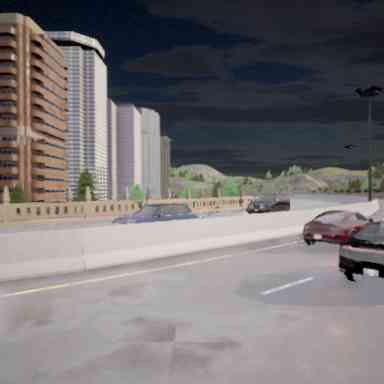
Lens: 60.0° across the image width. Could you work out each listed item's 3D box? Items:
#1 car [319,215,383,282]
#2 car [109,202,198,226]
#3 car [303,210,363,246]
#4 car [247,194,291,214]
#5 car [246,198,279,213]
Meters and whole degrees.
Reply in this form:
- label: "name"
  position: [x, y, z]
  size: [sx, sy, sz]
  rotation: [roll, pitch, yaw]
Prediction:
- label: "car"
  position: [5.571, 1.450, 8.513]
  size: [4.902, 1.511, 2.128]
  rotation: [0, 0, -41]
- label: "car"
  position: [-1.800, 1.374, 16.281]
  size: [4.553, 1.767, 2.097]
  rotation: [0, 0, -42]
- label: "car"
  position: [6.375, 1.479, 13.965]
  size: [4.674, 1.442, 1.812]
  rotation: [0, 0, -43]
- label: "car"
  position: [7.194, 1.171, 30.520]
  size: [2.150, 2.045, 5.566]
  rotation: [0, 0, 39]
- label: "car"
  position: [7.945, 1.472, 37.244]
  size: [1.812, 1.442, 4.674]
  rotation: [0, 0, 36]
